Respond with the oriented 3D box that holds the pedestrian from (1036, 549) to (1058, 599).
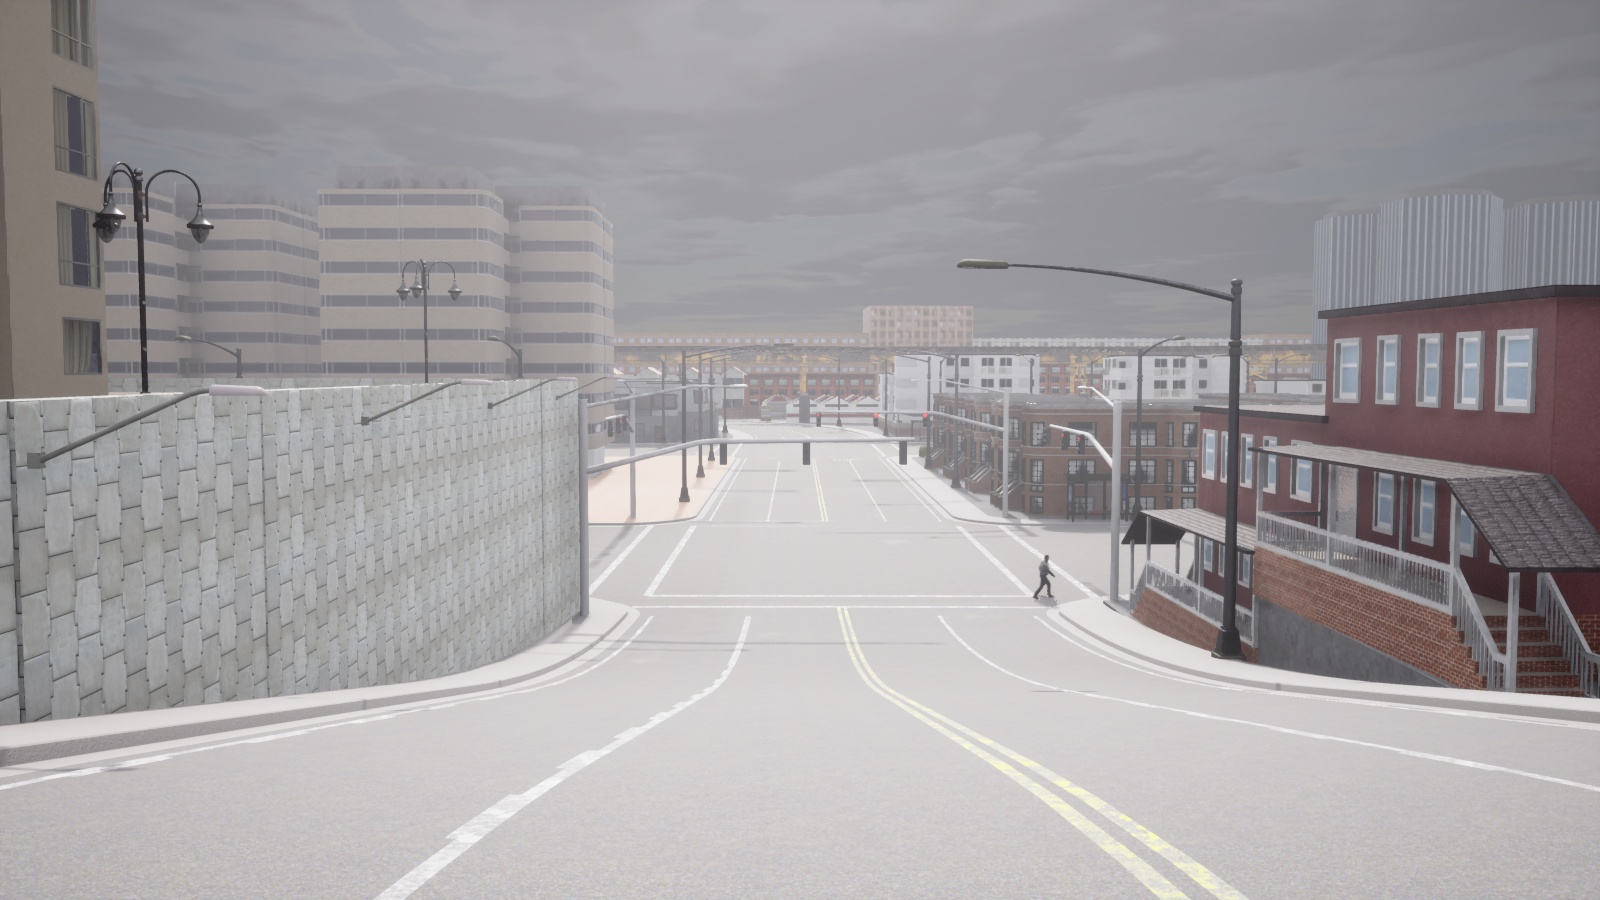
[{"bbox_3d":[9.757,4.902,49.654,0.788,1.949,0.423,0,4,1],"label":"pedestrian"}]
